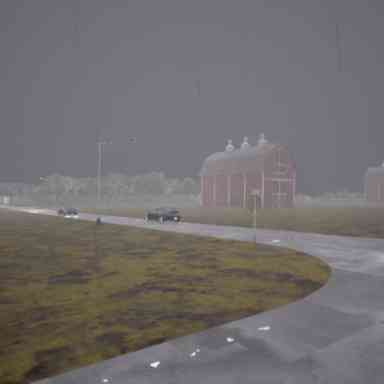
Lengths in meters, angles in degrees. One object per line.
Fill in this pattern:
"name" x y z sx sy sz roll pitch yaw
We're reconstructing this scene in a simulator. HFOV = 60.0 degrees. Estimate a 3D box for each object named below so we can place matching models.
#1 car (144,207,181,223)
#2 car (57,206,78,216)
"car" -2.934 2.242 32.562 1.837 1.490 4.892 2 -2 -36
"car" -18.781 2.784 49.882 2.033 1.411 5.357 1 -2 -36
